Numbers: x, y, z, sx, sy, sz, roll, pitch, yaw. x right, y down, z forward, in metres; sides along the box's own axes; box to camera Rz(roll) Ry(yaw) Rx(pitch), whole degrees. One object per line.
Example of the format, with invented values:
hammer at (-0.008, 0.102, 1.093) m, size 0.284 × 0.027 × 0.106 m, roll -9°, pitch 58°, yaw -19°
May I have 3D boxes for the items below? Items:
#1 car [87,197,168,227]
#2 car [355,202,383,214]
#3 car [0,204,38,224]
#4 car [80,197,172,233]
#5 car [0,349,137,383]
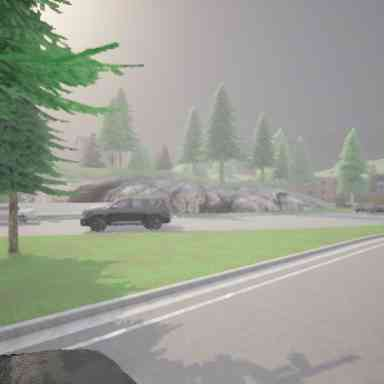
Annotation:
car at (-4.690, 1.374, 24.259) m, size 5.566 × 2.045 × 2.150 m, roll 0°, pitch 0°, yaw -16°
car at (21.573, 1.910, 40.139) m, size 4.181 × 1.385 × 1.994 m, roll 0°, pitch 0°, yaw -32°
car at (-14.194, 1.654, 25.023) m, size 4.674 × 1.442 × 1.812 m, roll 0°, pitch -1°, yaw -20°
car at (-4.060, 1.355, 20.824) m, size 5.566 × 2.045 × 2.150 m, roll 1°, pitch 0°, yaw -16°
car at (-2.503, 1.548, 1.124) m, size 5.357 × 1.411 × 2.033 m, roll 0°, pitch 0°, yaw -37°
